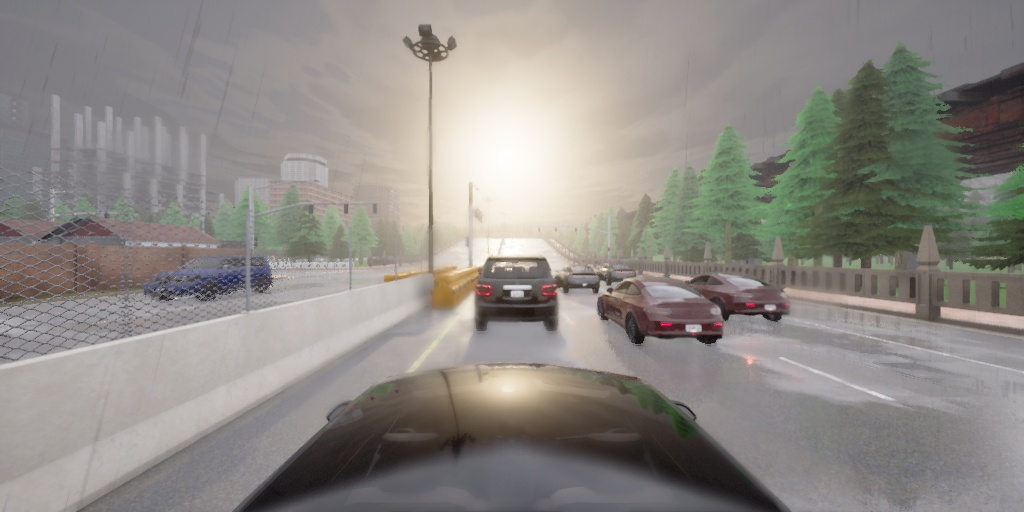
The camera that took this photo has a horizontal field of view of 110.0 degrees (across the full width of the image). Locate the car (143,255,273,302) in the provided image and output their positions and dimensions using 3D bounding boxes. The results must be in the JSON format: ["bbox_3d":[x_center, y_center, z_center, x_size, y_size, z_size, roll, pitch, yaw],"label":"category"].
[{"bbox_3d":[-14.084,0.959,17.156,2.150,2.045,5.566,0,0,0],"label":"car"}]

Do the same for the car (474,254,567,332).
[{"bbox_3d":[0.103,0.965,11.015,2.150,2.045,5.566,0,0,0],"label":"car"}]

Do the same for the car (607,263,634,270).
[{"bbox_3d":[7.100,1.224,24.905,2.128,1.511,4.902,0,0,0],"label":"car"}]

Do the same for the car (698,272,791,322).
[{"bbox_3d":[7.092,1.268,12.184,1.812,1.442,4.674,0,0,-1],"label":"car"}]

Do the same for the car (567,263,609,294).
[{"bbox_3d":[3.601,1.227,20.203,2.128,1.511,4.902,0,0,0],"label":"car"}]

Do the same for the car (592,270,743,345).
[{"bbox_3d":[3.602,1.270,9.407,1.812,1.442,4.674,0,0,0],"label":"car"}]
